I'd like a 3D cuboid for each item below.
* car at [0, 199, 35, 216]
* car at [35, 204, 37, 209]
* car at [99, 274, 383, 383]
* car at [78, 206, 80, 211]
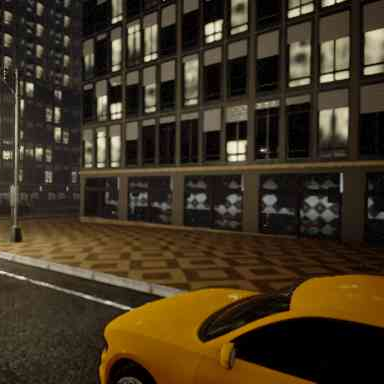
[{"bbox_3d":[-18.778,1.569,32.858,2.192,1.841,5.009,0,0,36],"label":"car"},{"bbox_3d":[-22.268,1.705,42.236,1.752,1.417,4.829,0,0,36],"label":"car"},{"bbox_3d":[1.344,1.478,2.716,5.008,1.535,1.882,0,0,36],"label":"car"},{"bbox_3d":[-11.973,1.879,42.065,1.752,1.417,4.829,0,0,36],"label":"car"}]
